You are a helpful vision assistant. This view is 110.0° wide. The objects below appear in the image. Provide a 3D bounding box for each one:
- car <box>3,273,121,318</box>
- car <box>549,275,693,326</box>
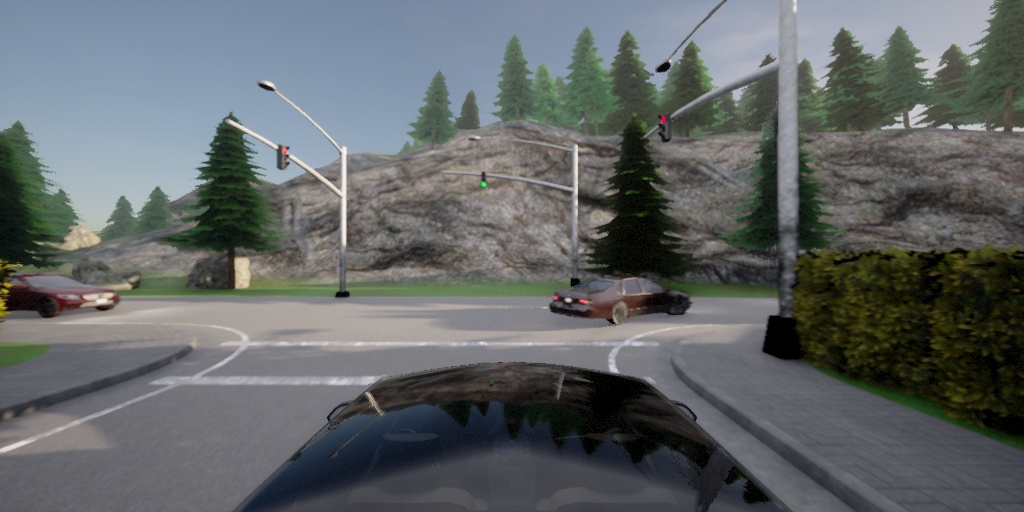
[{"bbox_3d":[-16.789,1.333,12.682,4.674,1.442,1.812,0,0,1],"label":"car"},{"bbox_3d":[3.758,1.352,11.933,5.357,1.411,2.033,0,-1,-34],"label":"car"}]
